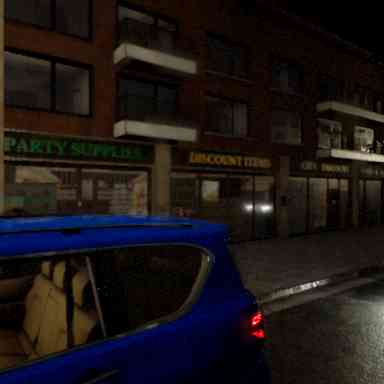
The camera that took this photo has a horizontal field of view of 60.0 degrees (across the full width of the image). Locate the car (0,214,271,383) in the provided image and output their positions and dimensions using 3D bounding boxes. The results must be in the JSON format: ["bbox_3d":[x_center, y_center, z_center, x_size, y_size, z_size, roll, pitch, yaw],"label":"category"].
[{"bbox_3d":[-1.948,1.226,1.988,5.566,2.045,2.150,0,0,-36],"label":"car"}]
